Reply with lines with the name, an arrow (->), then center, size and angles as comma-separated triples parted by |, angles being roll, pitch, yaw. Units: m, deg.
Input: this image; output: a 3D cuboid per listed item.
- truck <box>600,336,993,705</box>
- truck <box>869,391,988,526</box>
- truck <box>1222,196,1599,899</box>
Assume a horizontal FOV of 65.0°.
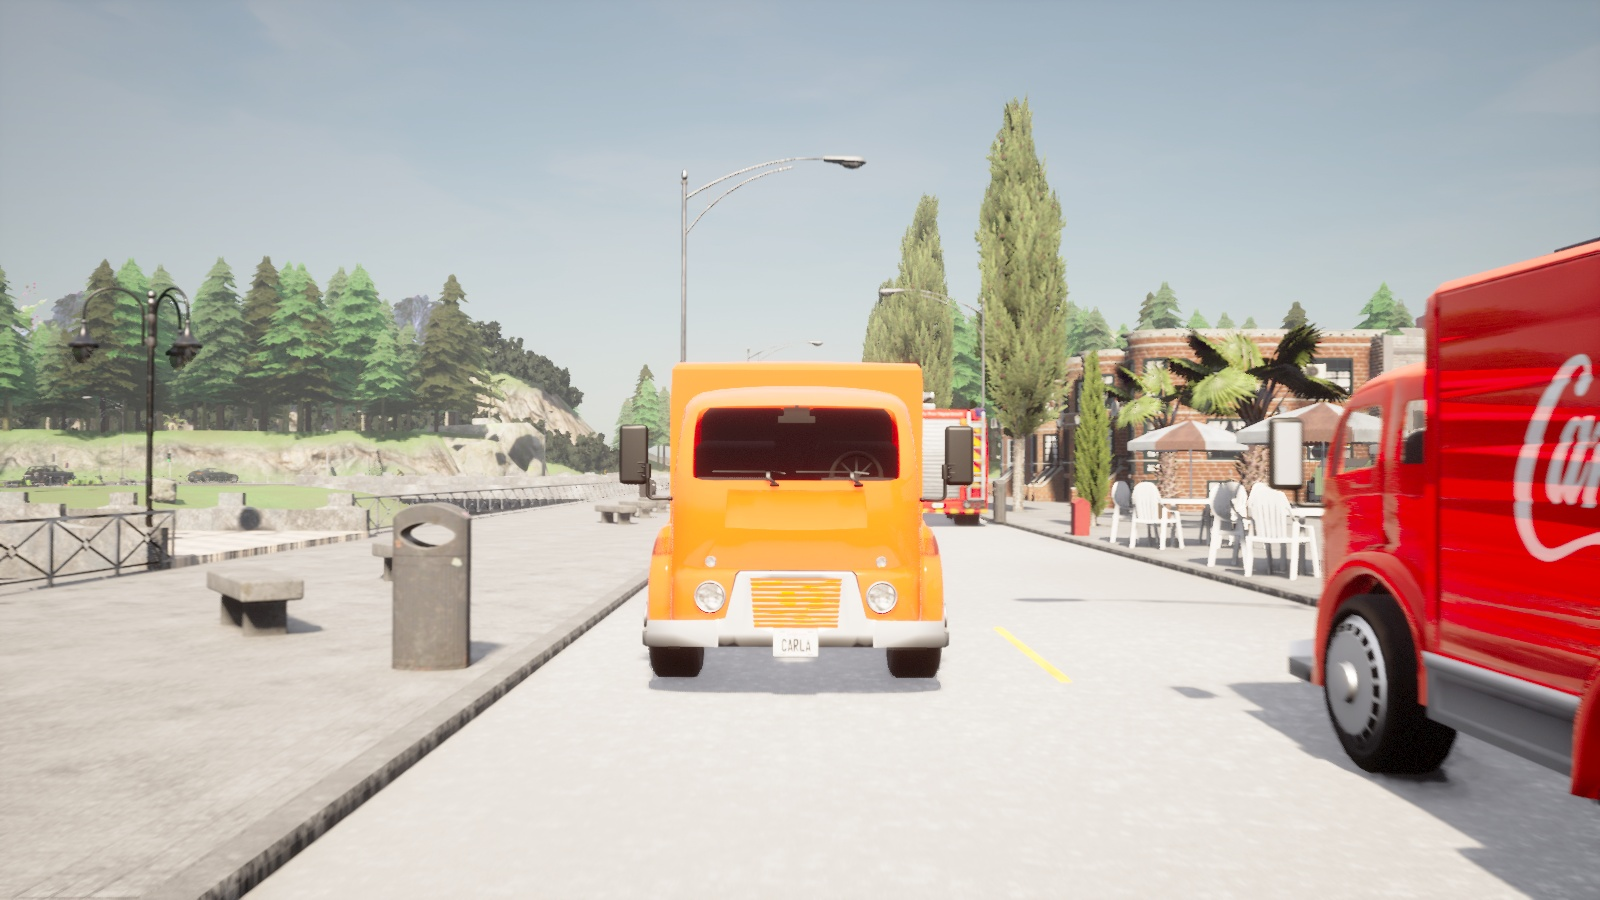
truck -> -0.031, 0.513, 11.027 | 2.627, 2.467, 5.204 | 0, -1, 0
truck -> 3.891, 0.304, 39.992 | 2.891, 3.827, 8.468 | 0, -1, 0
truck -> 3.983, 0.401, 5.292 | 2.627, 2.467, 5.204 | 0, -1, 0
